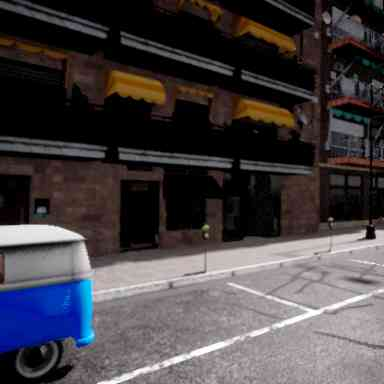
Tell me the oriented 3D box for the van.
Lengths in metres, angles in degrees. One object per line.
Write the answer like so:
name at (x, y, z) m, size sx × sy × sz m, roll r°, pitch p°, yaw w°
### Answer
van at (-3.177, 1.337, 3.822) m, size 3.998 × 1.788 × 1.690 m, roll 1°, pitch 0°, yaw -36°
